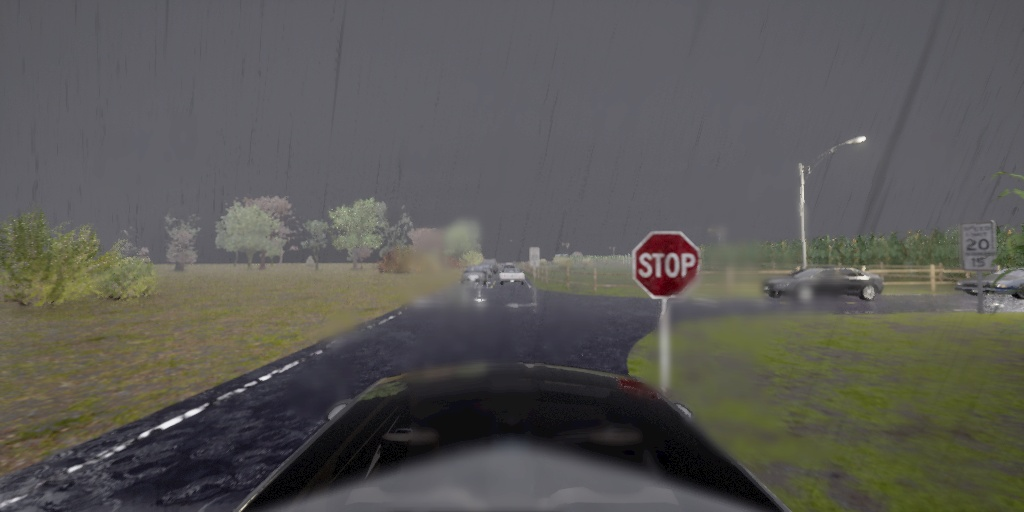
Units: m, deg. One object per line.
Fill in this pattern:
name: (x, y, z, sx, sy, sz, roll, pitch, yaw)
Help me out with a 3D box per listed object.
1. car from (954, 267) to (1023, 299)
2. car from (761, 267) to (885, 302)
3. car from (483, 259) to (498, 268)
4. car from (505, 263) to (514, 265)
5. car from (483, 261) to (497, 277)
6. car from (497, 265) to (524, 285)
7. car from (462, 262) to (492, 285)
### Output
car: (24.234, 1.217, 16.722, 5.357, 1.411, 2.033, -1, -1, -1)
car: (14.235, 1.271, 16.578, 4.892, 1.490, 1.837, 0, -1, -1)
car: (-3.149, 1.458, 49.283, 2.150, 2.045, 5.566, 0, -1, -1)
car: (-0.445, 1.840, 60.793, 1.882, 1.535, 5.008, 0, -1, -1)
car: (-3.059, 1.616, 39.004, 2.128, 1.511, 4.902, 0, -1, -1)
car: (-0.012, 1.627, 29.609, 1.895, 1.301, 4.718, 0, -1, 0)
car: (-2.924, 1.512, 29.068, 2.128, 1.511, 4.902, 0, -1, -2)
